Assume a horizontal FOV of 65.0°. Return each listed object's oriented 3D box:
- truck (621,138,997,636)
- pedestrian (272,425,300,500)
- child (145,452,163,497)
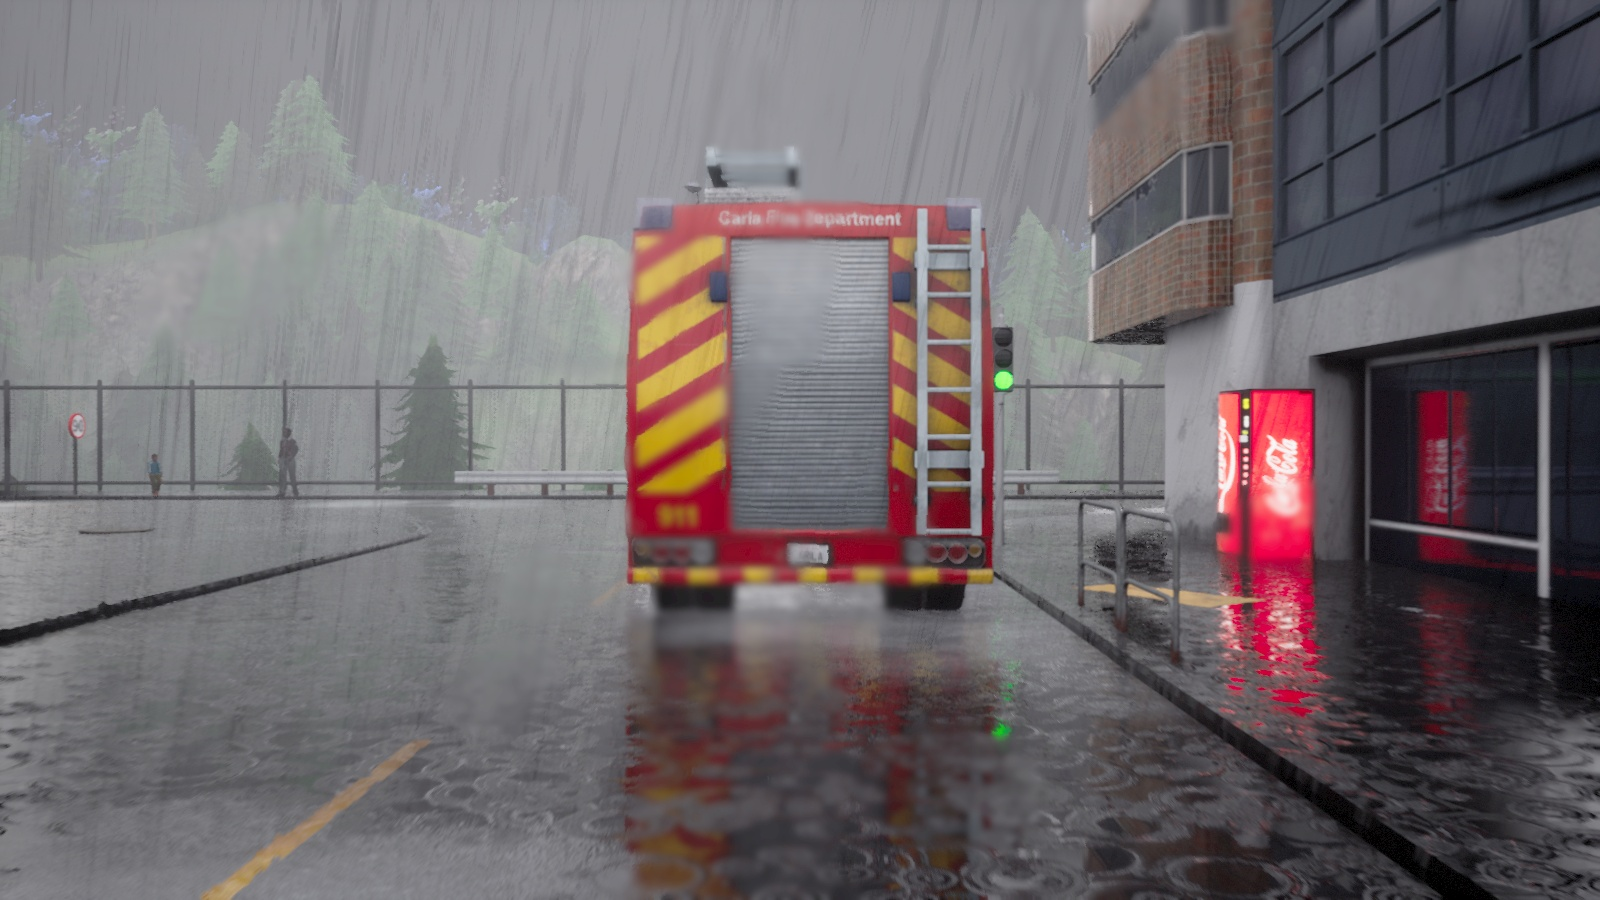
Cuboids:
[{"bbox_3d":[0.095,-0.493,13.898,2.891,3.827,8.468,0,0,0],"label":"truck"},{"bbox_3d":[-13.412,0.313,32.767,0.402,1.930,0.666,0,0,7],"label":"pedestrian"},{"bbox_3d":[-17.250,0.645,33.546,0.343,1.192,0.448,0,0,-40],"label":"child"}]
